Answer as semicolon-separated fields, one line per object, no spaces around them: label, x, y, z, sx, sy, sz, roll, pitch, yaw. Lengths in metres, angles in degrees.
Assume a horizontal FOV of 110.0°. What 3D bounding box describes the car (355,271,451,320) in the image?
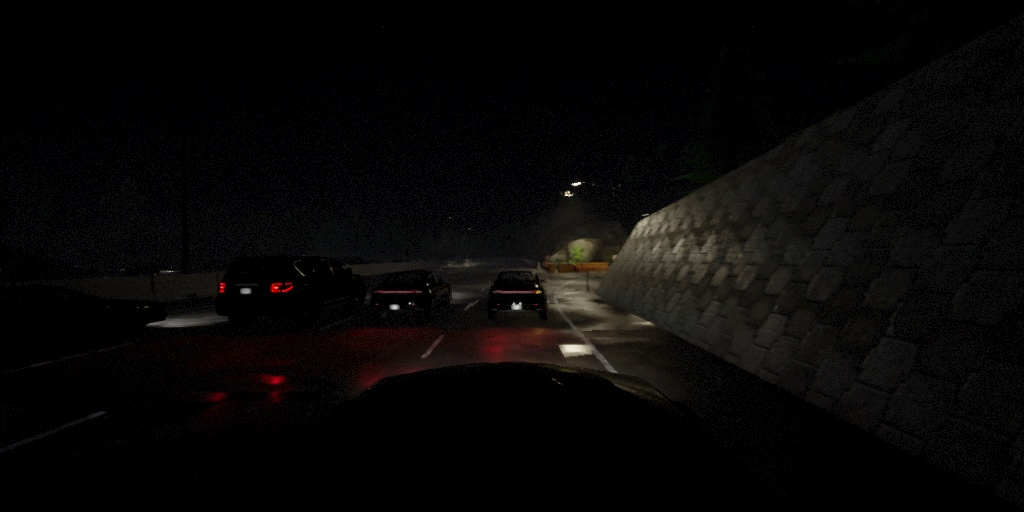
car;-3.398;1.267;12.810;2.128;1.511;4.902;0;0;0

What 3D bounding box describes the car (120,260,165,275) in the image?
car;-39.526;1.431;38.482;1.895;1.301;4.718;0;0;-31

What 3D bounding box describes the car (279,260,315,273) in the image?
car;-28.068;1.353;47.008;1.837;1.490;4.892;0;0;0

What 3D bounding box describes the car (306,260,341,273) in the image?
car;-24.574;1.327;46.927;1.882;1.535;5.008;0;0;0

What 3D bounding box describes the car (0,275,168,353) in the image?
car;-10.399;1.310;7.349;2.033;1.411;5.357;0;0;0

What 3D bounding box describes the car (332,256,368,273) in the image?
car;-21.076;1.068;46.900;2.150;2.045;5.566;0;0;0

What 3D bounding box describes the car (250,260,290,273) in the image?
car;-31.562;1.353;46.942;1.837;1.490;4.892;0;0;0

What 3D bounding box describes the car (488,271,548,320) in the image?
car;0.239;1.267;12.792;2.128;1.511;4.902;0;0;2

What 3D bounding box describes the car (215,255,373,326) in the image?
car;-6.899;0.996;11.978;2.150;2.045;5.566;0;0;0
